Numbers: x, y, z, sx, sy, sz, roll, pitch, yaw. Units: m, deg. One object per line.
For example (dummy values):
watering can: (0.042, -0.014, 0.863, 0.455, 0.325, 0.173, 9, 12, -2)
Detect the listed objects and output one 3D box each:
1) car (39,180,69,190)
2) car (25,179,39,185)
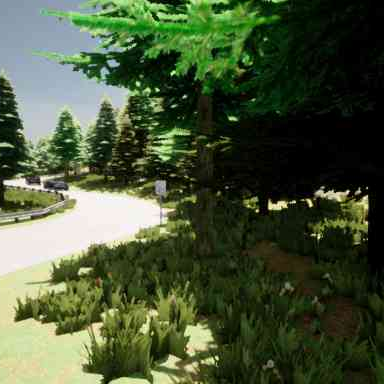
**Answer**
car: (-18.881, -0.989, 46.136, 4.181, 1.385, 1.994, 6, 4, 39)
car: (-25.510, -1.916, 53.400, 1.837, 1.490, 4.892, 0, 5, -34)
